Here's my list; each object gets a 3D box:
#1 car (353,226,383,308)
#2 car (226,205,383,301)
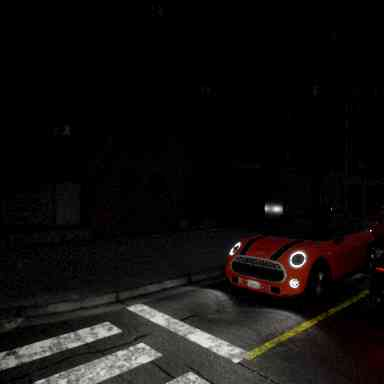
[{"bbox_3d":[5.277,1.491,6.778,4.892,1.490,1.837,0,0,-43],"label":"car"},{"bbox_3d":[2.907,1.323,8.433,4.553,1.767,2.097,0,0,-43],"label":"car"}]
